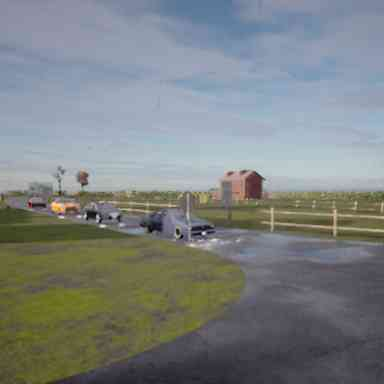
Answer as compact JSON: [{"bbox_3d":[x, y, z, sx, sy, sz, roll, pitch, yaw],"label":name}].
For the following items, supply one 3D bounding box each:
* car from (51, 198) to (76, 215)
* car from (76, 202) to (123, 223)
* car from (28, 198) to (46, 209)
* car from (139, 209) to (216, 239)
[{"bbox_3d":[-13.198,1.423,34.739,2.097,1.767,4.553,0,0,-36],"label":"car"},{"bbox_3d":[-7.191,1.575,26.588,2.128,1.511,4.902,0,0,-37],"label":"car"},{"bbox_3d":[-22.297,1.543,47.797,1.882,1.535,5.008,0,0,-34],"label":"car"},{"bbox_3d":[-0.999,1.646,18.464,2.033,1.411,5.357,0,0,-37],"label":"car"}]
